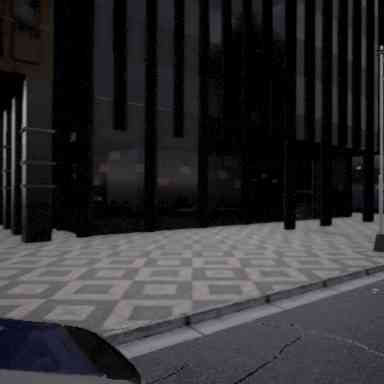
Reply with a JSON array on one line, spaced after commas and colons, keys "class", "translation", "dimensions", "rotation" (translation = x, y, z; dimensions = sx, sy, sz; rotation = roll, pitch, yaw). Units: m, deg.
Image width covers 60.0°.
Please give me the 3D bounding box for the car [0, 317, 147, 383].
[{"class": "car", "translation": [-2.257, 1.561, 1.768], "dimensions": [4.181, 1.385, 1.994], "rotation": [0, 0, -36]}]
